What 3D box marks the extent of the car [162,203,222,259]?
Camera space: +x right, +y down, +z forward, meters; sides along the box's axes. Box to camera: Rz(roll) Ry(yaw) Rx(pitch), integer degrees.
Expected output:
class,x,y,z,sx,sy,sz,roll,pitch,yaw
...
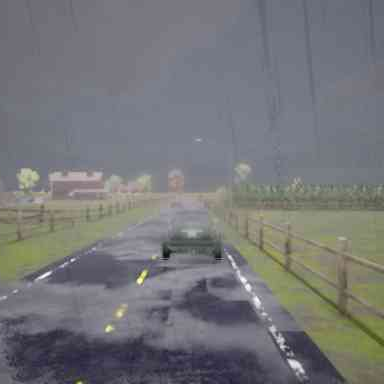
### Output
class,x,y,z,sx,sy,sz,roll,pitch,yaw
car,0.017,1.491,13.389,2.097,1.767,4.553,0,-1,0

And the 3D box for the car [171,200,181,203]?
class,x,y,z,sx,sy,sz,roll,pitch,yaw
car,-2.822,2.144,61.587,2.033,1.411,5.357,0,-1,1
